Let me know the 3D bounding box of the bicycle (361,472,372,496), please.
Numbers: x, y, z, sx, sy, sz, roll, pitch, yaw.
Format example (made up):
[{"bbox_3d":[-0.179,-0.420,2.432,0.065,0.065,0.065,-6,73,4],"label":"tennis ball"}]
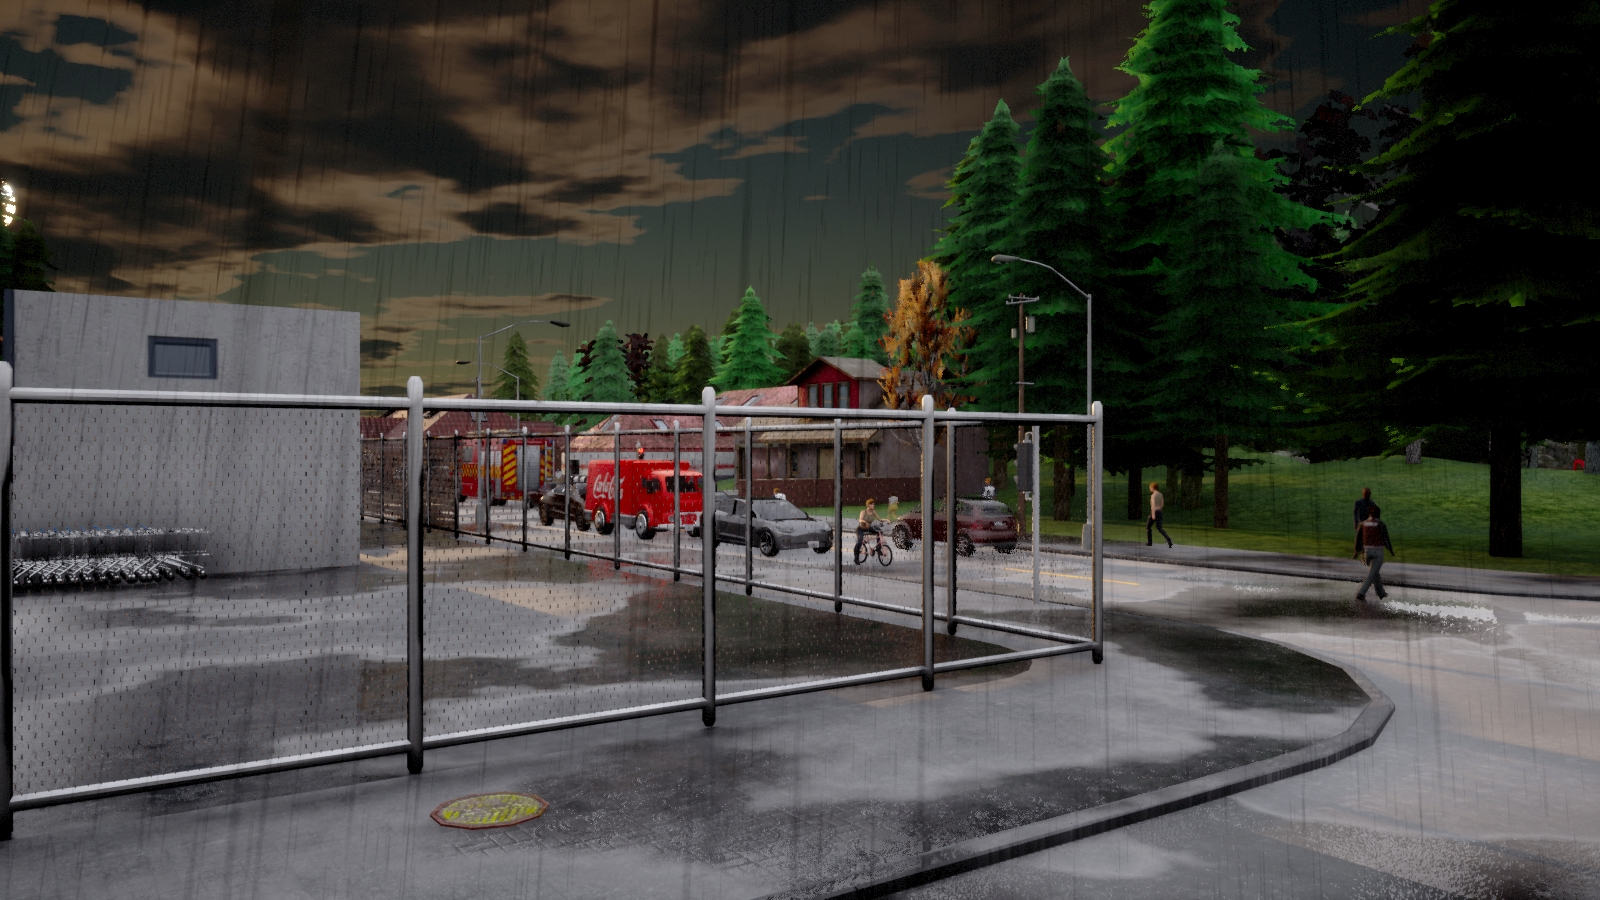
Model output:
[{"bbox_3d":[-24.943,1.933,65.725,0.373,1.296,1.643,0,0,-30],"label":"bicycle"}]

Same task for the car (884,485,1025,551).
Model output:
[{"bbox_3d":[4.168,1.802,31.314,1.789,1.549,3.705,0,0,-35],"label":"car"}]

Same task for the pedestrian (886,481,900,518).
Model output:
[{"bbox_3d":[3.381,1.801,41.627,0.375,1.300,0.375,0,0,-26],"label":"pedestrian"}]

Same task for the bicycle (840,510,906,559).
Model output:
[{"bbox_3d":[1.773,2.033,27.810,0.859,1.080,1.487,0,0,-35],"label":"bicycle"}]

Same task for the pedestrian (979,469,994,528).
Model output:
[{"bbox_3d":[5.862,1.520,35.908,0.375,1.860,0.375,0,0,-4],"label":"pedestrian"}]

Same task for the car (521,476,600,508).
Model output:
[{"bbox_3d":[-11.268,1.931,53.453,1.895,1.301,4.718,0,0,-35],"label":"car"}]

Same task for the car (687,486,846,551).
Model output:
[{"bbox_3d":[-1.029,1.840,31.812,2.163,1.488,4.792,0,0,-35],"label":"car"}]

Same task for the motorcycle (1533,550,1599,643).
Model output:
[{"bbox_3d":[11.116,1.990,15.345,2.033,1.145,0.803,0,0,25],"label":"motorcycle"}]

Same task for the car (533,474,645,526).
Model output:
[{"bbox_3d":[-7.756,1.772,41.538,2.152,1.651,5.027,0,0,-34],"label":"car"}]

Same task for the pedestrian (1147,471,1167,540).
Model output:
[{"bbox_3d":[9.820,1.522,31.402,0.375,1.860,0.375,0,0,-32],"label":"pedestrian"}]

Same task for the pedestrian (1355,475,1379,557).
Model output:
[{"bbox_3d":[13.114,1.520,26.422,0.375,1.860,0.375,0,0,1],"label":"pedestrian"}]

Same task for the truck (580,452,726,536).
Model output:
[{"bbox_3d":[-4.910,1.336,37.383,2.627,2.467,5.204,0,0,-35],"label":"truck"}]

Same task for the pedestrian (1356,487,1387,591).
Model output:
[{"bbox_3d":[10.458,1.625,20.922,0.375,1.860,0.375,0,0,-34],"label":"pedestrian"}]

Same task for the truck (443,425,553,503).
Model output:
[{"bbox_3d":[-16.070,0.667,60.303,2.891,3.827,8.468,0,0,-35],"label":"truck"}]
